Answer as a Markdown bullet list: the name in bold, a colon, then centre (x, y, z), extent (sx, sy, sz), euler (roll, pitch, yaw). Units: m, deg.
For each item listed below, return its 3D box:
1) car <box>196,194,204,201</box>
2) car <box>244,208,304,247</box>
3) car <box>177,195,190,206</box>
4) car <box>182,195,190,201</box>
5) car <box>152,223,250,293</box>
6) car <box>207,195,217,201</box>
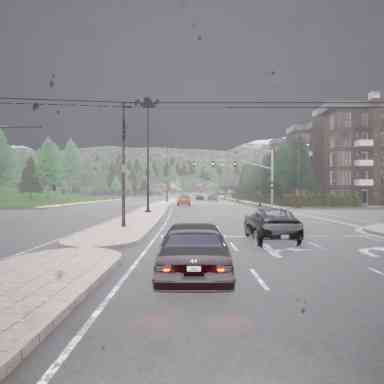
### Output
- **car**: centre (2.010, 1.477, 85.608), extent (1.882, 1.535, 5.008), euler (0, 0, 0)
- **car**: centre (3.563, 1.491, 15.142), extent (2.128, 1.511, 4.902), euler (0, 0, 0)
- **car**: centre (-1.338, 1.352, 54.745), extent (2.097, 1.767, 4.553), euler (0, 0, -1)
- **car**: centre (-1.490, 1.523, 85.570), extent (1.812, 1.442, 4.674), euler (0, 0, 0)
- **car**: centre (0.045, 1.547, 9.000), extent (2.033, 1.411, 5.357), euler (0, 0, 0)
- **car**: centre (5.510, 1.539, 85.614), extent (2.033, 1.411, 5.357), euler (0, 0, 0)
